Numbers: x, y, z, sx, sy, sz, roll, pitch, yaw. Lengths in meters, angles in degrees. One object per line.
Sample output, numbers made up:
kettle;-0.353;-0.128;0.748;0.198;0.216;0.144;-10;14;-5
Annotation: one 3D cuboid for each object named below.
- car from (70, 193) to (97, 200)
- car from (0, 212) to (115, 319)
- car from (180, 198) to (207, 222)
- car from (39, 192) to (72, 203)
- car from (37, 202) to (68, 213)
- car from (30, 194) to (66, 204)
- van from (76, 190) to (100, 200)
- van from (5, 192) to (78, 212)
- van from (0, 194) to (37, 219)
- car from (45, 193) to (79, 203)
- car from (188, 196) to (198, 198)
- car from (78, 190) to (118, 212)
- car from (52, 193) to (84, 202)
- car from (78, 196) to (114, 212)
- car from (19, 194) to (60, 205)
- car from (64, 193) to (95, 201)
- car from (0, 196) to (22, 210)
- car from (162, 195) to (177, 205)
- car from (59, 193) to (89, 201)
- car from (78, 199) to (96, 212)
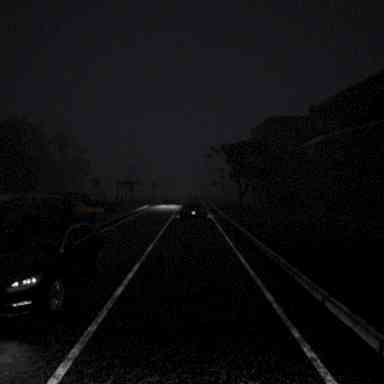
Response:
car;-22.129;0.922;67.850;4.792;1.488;2.163;0;1;0
car;-3.347;1.447;7.527;2.128;1.511;4.902;0;0;0
car;0.107;1.385;24.878;1.994;1.385;4.181;0;1;0
car;-22.116;0.897;53.972;4.553;1.767;2.185;0;1;0
car;-8.960;1.399;15.890;5.008;1.535;2.097;0;1;0
car;-22.080;1.089;51.199;4.674;1.452;2.002;0;1;0
van;-21.985;0.641;70.622;4.442;1.987;1.878;0;1;0
van;-9.085;1.146;18.691;4.442;1.987;1.878;0;1;0
van;-8.846;1.201;13.081;4.442;1.987;1.878;0;1;0
car;-22.094;0.996;56.749;5.008;1.535;2.097;0;1;0
car;0.113;1.200;41.954;2.033;1.411;5.357;0;1;0
car;-8.949;1.036;27.100;5.566;2.045;2.435;0;1;0
car;-22.085;0.971;59.524;4.892;1.521;2.231;0;1;0
car;-8.789;1.312;24.299;5.366;1.575;1.946;0;1;0
car;-22.074;1.076;48.423;5.008;1.535;2.097;0;1;0
car;-21.910;0.915;65.073;5.366;1.575;1.946;0;1;0
car;-22.038;1.216;37.321;4.792;1.488;2.163;0;1;0
car;-3.318;1.165;49.170;1.895;1.301;4.718;0;1;0
car;-22.123;0.973;62.299;4.792;1.488;2.163;0;1;0
car;-8.974;1.383;21.496;4.674;1.452;2.002;0;1;0
